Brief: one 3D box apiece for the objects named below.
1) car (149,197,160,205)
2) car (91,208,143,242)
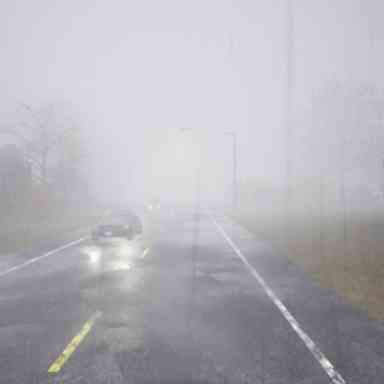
[{"bbox_3d":[-6.506,1.616,58.489,1.895,1.301,4.718,0,0,-5],"label":"car"},{"bbox_3d":[-3.618,1.545,16.733,1.812,1.442,4.674,0,0,0],"label":"car"}]
